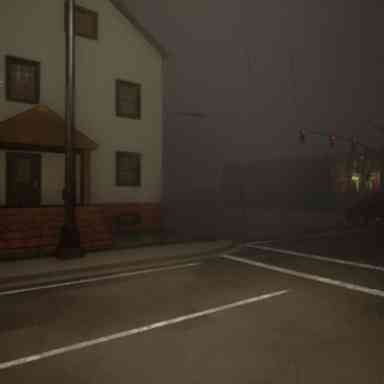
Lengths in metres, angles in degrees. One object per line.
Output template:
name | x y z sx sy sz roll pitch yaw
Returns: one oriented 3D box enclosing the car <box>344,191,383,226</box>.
car | 9.937 0.622 16.504 1.812 1.442 4.674 0 -14 -36
